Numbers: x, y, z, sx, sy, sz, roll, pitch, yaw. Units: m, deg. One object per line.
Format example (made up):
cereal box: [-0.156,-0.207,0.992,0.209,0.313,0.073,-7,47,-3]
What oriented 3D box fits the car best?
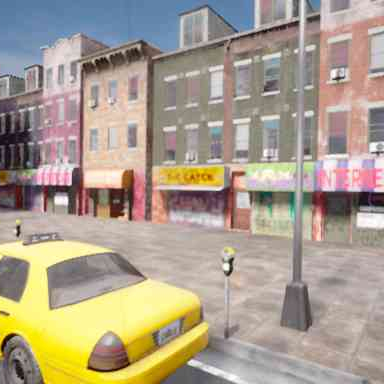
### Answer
car: [-2.349,1.355,4.863,5.366,1.575,1.801,2,1,34]
